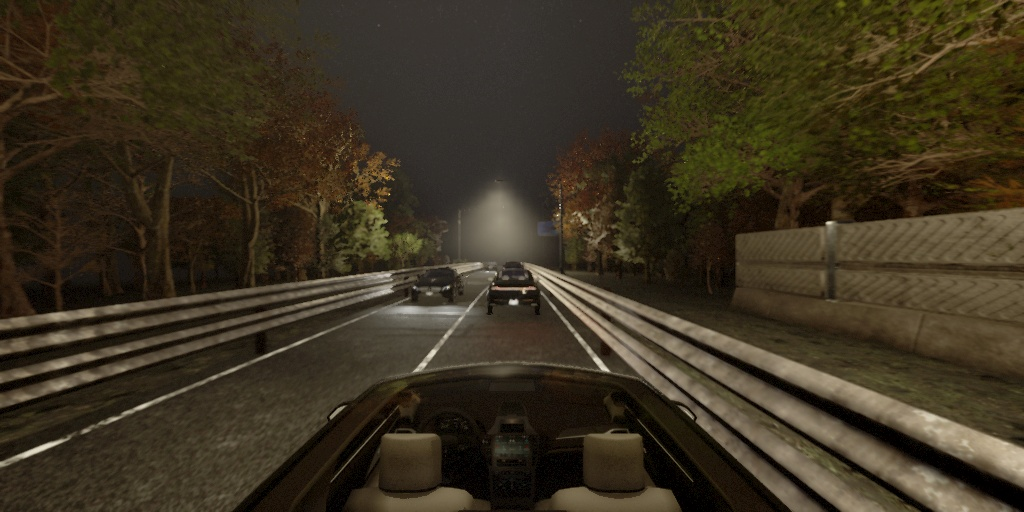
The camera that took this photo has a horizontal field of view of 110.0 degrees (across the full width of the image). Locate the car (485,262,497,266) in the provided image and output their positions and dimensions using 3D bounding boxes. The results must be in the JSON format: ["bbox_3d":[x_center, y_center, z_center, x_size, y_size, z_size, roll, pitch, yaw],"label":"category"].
[{"bbox_3d":[-3.306,1.657,58.216,2.128,1.511,4.902,0,-1,0],"label":"car"}]

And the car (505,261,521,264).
[{"bbox_3d":[0.093,1.231,34.449,2.097,1.767,4.553,0,-1,0],"label":"car"}]

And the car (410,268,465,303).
[{"bbox_3d":[-3.357,1.283,16.939,1.812,1.442,4.674,0,0,0],"label":"car"}]

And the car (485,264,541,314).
[{"bbox_3d":[0.064,1.241,13.656,2.128,1.511,4.902,0,0,0],"label":"car"}]
